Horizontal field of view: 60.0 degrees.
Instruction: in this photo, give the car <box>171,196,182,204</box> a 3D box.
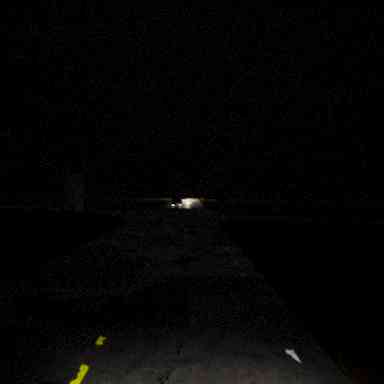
[{"bbox_3d":[-2.727,1.493,60.208,2.033,1.411,5.357,0,0,0],"label":"car"}]
